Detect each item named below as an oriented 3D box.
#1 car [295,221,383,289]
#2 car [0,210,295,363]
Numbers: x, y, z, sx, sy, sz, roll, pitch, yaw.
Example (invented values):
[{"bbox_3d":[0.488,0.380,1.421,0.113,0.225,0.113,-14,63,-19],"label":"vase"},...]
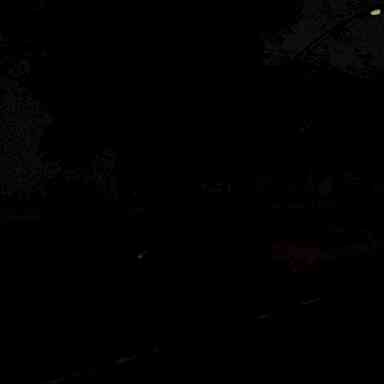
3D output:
[{"bbox_3d":[3.684,1.527,9.183,4.829,1.417,1.752,0,0,-35],"label":"car"},{"bbox_3d":[-0.686,1.315,6.065,5.009,1.841,2.192,0,0,-35],"label":"car"}]
